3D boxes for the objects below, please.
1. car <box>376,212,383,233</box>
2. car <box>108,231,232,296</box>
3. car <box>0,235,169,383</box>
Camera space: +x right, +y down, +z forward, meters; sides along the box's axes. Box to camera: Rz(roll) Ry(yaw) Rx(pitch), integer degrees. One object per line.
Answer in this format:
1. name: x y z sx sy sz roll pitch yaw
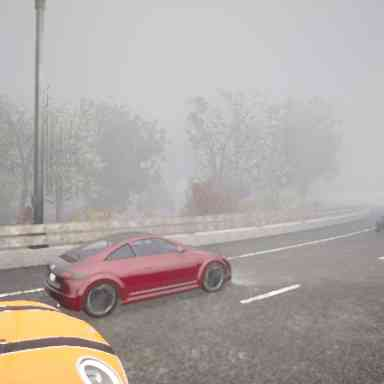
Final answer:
1. car: 12.637 1.703 20.275 1.812 1.442 4.674 0 0 42
2. car: -1.074 1.609 7.575 4.181 1.385 1.994 0 0 -37
3. car: -2.659 1.355 2.034 4.553 1.767 2.097 0 0 -35
